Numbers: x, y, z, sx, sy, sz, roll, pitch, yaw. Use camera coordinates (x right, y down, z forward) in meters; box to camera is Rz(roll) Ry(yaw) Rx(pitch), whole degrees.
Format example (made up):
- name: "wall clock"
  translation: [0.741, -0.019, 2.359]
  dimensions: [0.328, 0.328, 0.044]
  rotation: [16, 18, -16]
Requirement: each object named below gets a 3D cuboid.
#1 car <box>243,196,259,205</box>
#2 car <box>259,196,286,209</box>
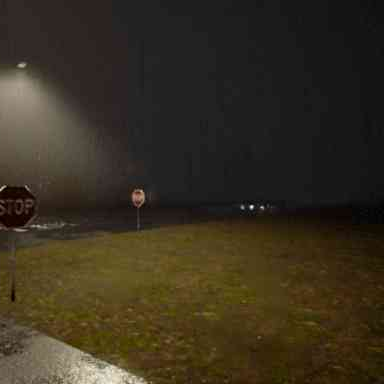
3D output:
- name: "car"
  translation: [10.299, 1.407, 56.420]
  dimensions: [1.882, 1.535, 5.008]
  rotation: [0, 0, 35]
- name: "car"
  translation: [11.317, 1.482, 45.568]
  dimensions: [1.812, 1.442, 4.674]
  rotation: [0, 0, 35]
